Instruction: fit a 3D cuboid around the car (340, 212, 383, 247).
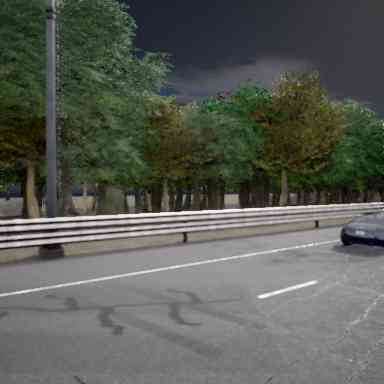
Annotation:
[{"bbox_3d":[8.099,1.535,13.991,4.181,1.385,1.994,0,0,-36],"label":"car"}]
